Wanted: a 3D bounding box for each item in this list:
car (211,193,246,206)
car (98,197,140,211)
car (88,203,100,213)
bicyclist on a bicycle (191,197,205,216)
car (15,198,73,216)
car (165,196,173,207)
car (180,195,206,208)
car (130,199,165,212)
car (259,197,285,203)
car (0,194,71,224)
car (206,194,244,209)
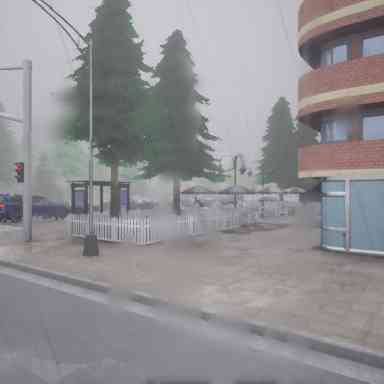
[{"bbox_3d":[6.058,1.166,54.934,5.566,2.045,2.150,0,0,-31],"label":"car"},{"bbox_3d":[-8.832,1.422,40.636,1.882,1.535,5.008,0,0,38],"label":"car"},{"bbox_3d":[-11.254,1.545,31.572,1.895,1.301,4.718,0,0,36],"label":"car"},{"bbox_3d":[0.434,1.245,27.308,1.656,1.620,0.582,0,0,36],"label":"bicyclist on a bicycle"},{"bbox_3d":[-14.551,1.422,32.967,1.882,1.535,5.008,0,0,36],"label":"car"},{"bbox_3d":[-2.237,1.296,48.337,4.553,1.767,2.097,0,0,-43],"label":"car"},{"bbox_3d":[0.830,1.508,46.488,4.181,1.385,1.994,0,0,-43],"label":"car"},{"bbox_3d":[-5.784,1.545,38.931,1.895,1.301,4.718,0,0,37],"label":"car"},{"bbox_3d":[11.276,1.436,45.655,4.902,1.511,2.128,0,0,-33],"label":"car"},{"bbox_3d":[-11.829,1.165,24.489,2.150,2.045,5.566,0,0,36],"label":"car"},{"bbox_3d":[4.754,1.436,45.162,4.902,1.511,2.128,0,0,-42],"label":"car"}]
